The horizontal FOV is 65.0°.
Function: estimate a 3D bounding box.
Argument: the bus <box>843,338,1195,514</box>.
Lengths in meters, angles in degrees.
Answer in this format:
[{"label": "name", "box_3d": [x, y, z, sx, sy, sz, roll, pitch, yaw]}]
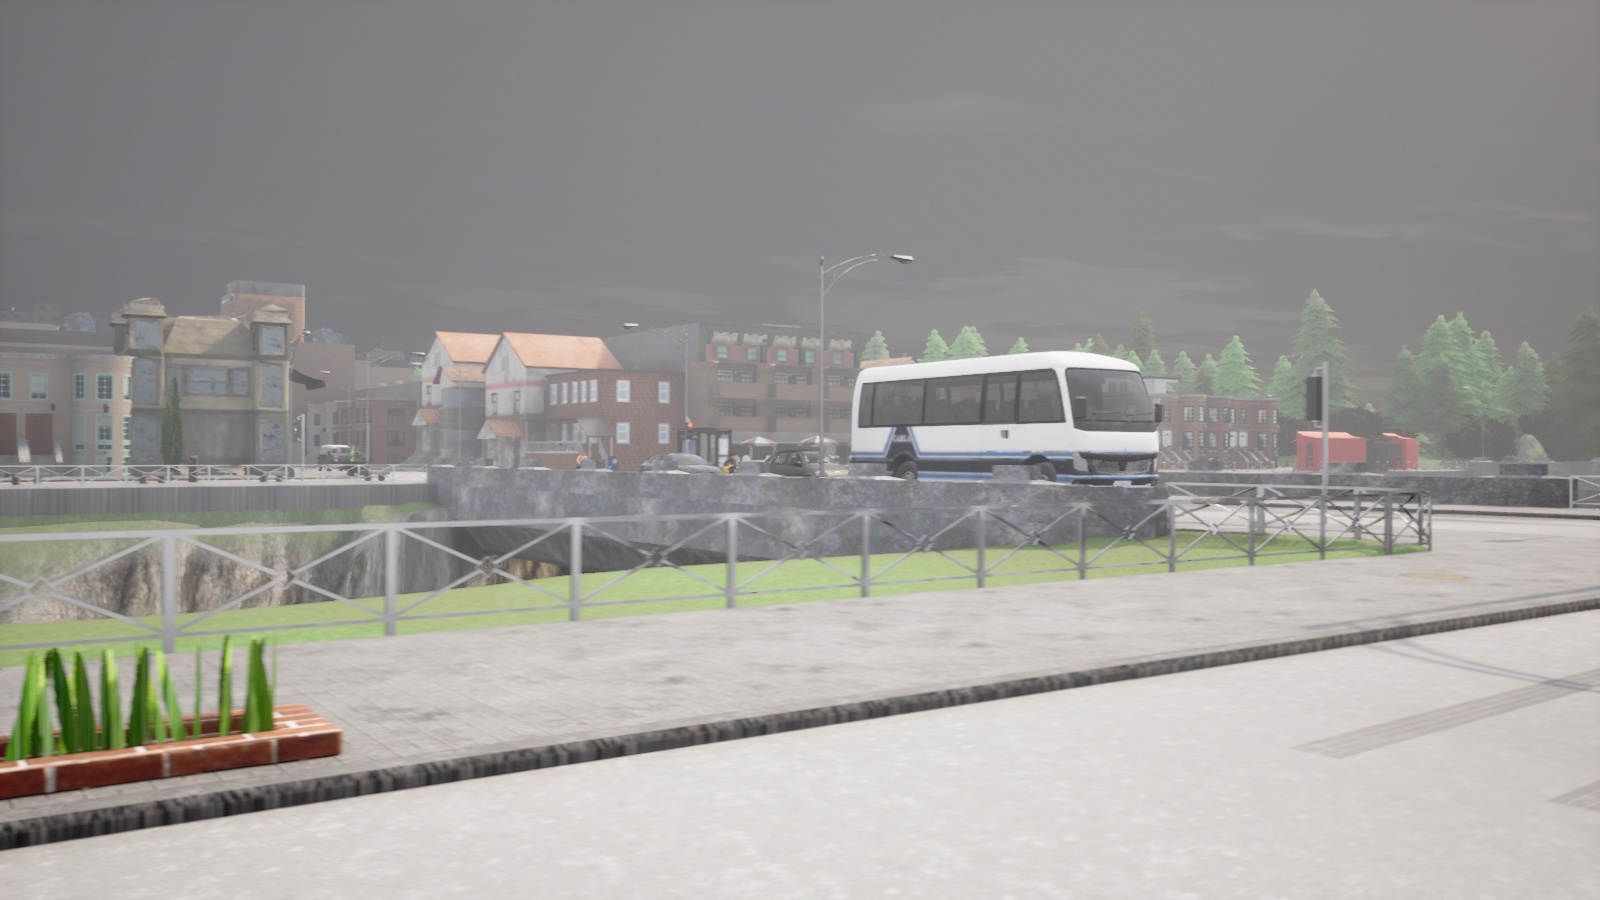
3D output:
[{"label": "bus", "box_3d": [5.777, -0.556, 35.720, 3.944, 4.253, 10.273, 0, 0, -33]}]

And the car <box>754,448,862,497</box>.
[{"label": "car", "box_3d": [0.214, 0.750, 43.652, 1.851, 1.617, 3.988, 0, 0, -33]}]

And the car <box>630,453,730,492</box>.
[{"label": "car", "box_3d": [-4.911, 0.885, 50.879, 1.837, 1.490, 4.892, 0, 0, -36]}]
